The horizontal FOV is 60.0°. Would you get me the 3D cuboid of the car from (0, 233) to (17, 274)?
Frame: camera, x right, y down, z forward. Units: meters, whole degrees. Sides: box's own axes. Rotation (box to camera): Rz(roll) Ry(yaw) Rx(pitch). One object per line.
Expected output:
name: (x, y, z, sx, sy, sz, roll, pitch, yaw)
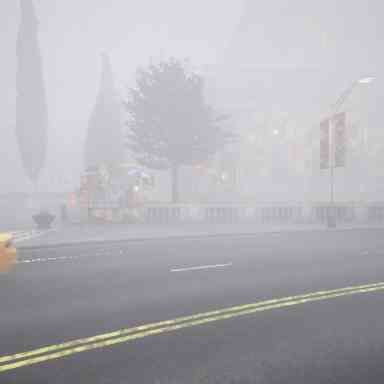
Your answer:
car: (-6.793, 1.477, 7.524, 5.008, 1.535, 1.882, 0, 0, -34)
